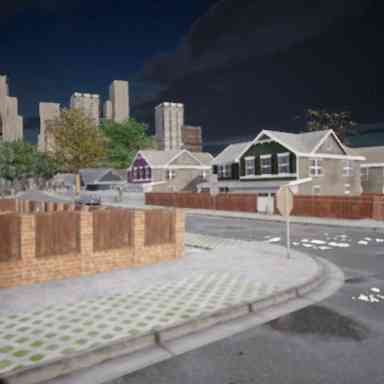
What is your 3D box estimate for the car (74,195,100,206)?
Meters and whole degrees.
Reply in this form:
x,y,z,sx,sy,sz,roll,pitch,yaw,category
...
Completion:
x,y,z,sx,sy,sz,roll,pitch,yaw,category
-12.611,1.012,39.845,1.994,1.385,4.181,-2,2,-36,car
